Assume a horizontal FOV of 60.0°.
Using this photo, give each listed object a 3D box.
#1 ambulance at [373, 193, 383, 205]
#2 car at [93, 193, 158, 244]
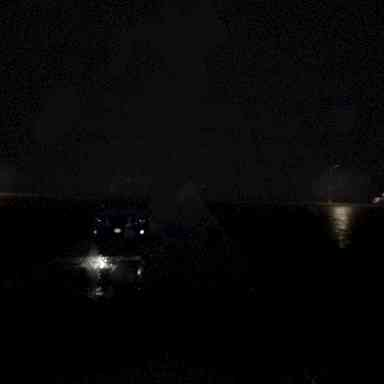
[{"bbox_3d":[39.401,1.435,65.982,6.366,2.431,2.351,1,1,0],"label":"ambulance"},{"bbox_3d":[-2.845,1.099,15.486,2.150,2.045,5.566,0,0,0],"label":"car"}]
